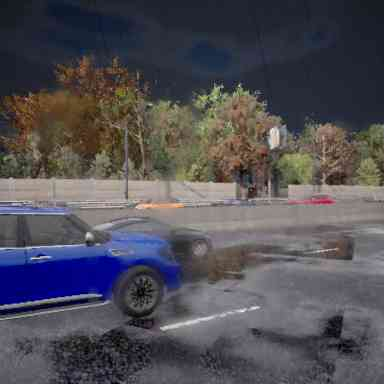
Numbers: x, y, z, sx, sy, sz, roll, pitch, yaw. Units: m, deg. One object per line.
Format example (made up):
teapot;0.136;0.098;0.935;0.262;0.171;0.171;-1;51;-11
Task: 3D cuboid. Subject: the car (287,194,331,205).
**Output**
car;12.627;1.223;35.491;5.566;2.045;2.150;0;0;-30

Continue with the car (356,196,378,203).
car;23.497;1.359;45.871;4.553;1.767;2.097;0;0;-30

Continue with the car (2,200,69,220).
car;-13.344;1.478;28.461;5.008;1.535;1.882;0;0;-30

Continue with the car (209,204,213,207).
car;4.589;1.548;38.910;5.357;1.411;2.033;0;0;-30

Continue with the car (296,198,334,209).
car;17.137;1.552;46.217;5.357;1.411;2.033;0;0;-30

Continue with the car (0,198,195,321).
car;-2.934;1.219;5.937;5.566;2.045;2.150;0;0;-30

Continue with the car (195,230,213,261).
car;-1.538;1.525;10.801;4.674;1.442;1.812;0;0;-30

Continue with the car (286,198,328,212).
car;13.938;1.494;40.304;4.902;1.511;2.128;0;0;-30

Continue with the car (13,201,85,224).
car;-11.034;1.492;25.754;4.902;1.511;2.128;0;0;-30

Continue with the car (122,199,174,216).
car;-4.444;1.505;33.641;4.892;1.490;1.837;0;0;-30

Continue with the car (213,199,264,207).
car;5.269;1.548;35.255;5.357;1.411;2.033;0;0;-30

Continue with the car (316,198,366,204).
car;14.599;1.565;32.591;4.181;1.385;1.994;0;0;-30
